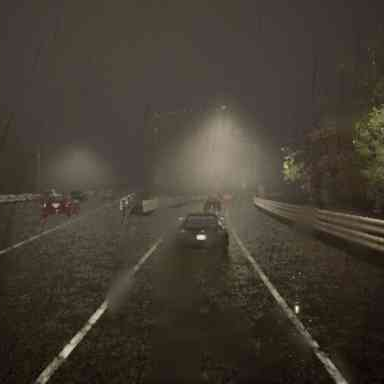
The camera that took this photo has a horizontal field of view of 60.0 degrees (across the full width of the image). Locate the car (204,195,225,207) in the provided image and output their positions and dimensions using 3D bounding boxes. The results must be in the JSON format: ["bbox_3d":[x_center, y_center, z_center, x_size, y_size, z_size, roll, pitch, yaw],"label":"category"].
[{"bbox_3d":[2.434,1.336,38.059,1.837,1.490,4.892,0,0,7],"label":"car"}]

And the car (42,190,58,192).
[{"bbox_3d":[-20.740,0.712,49.217,2.150,2.045,5.566,0,1,-8],"label":"car"}]

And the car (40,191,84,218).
[{"bbox_3d":[-10.514,1.064,27.028,2.097,1.767,4.553,0,1,-8],"label":"car"}]

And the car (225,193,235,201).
[{"bbox_3d":[7.710,1.027,69.218,2.097,1.767,4.553,0,0,13],"label":"car"}]

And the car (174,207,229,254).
[{"bbox_3d":[0.399,1.496,13.303,1.994,1.385,4.181,0,0,2],"label":"car"}]

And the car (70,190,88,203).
[{"bbox_3d":[-17.474,0.697,51.114,2.150,2.045,5.566,0,1,-8],"label":"car"}]

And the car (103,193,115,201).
[{"bbox_3d":[-15.494,0.935,62.040,1.994,1.385,4.181,0,1,-8],"label":"car"}]
